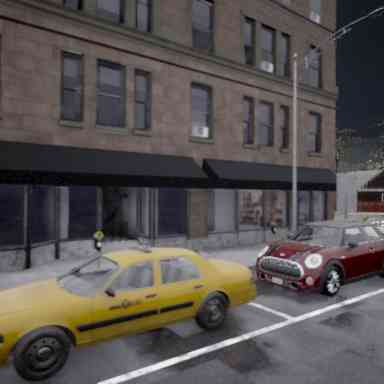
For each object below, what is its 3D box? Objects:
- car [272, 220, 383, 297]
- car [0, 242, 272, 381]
[{"bbox_3d":[3.573,1.516,8.752,4.097,1.590,1.967,1,0,-36],"label":"car"},{"bbox_3d":[-1.054,1.547,5.441,4.829,1.417,1.752,1,0,-36],"label":"car"}]
